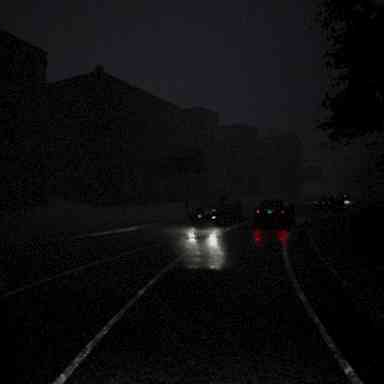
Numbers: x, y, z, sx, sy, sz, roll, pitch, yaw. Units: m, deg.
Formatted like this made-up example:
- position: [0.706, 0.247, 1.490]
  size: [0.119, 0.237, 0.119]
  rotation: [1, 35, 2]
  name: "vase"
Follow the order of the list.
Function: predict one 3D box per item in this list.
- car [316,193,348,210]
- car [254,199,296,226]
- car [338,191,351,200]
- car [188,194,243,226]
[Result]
- position: [15.834, 1.211, 38.136]
  size: [2.033, 1.411, 5.357]
  rotation: [-1, 1, 38]
  name: "car"
- position: [5.749, 1.266, 22.711]
  size: [2.097, 1.767, 4.553]
  rotation: [0, 0, 25]
  name: "car"
- position: [26.188, 0.577, 57.854]
  size: [2.097, 1.767, 4.553]
  rotation: [-1, 1, 34]
  name: "car"
- position: [1.828, 1.162, 23.722]
  size: [2.150, 2.045, 5.566]
  rotation: [0, 0, 29]
  name: "car"
